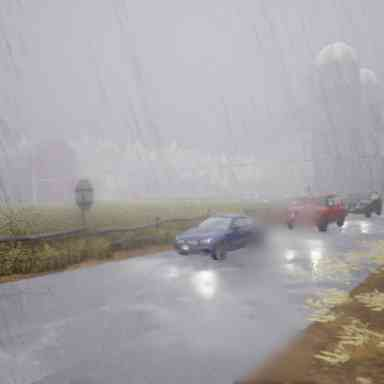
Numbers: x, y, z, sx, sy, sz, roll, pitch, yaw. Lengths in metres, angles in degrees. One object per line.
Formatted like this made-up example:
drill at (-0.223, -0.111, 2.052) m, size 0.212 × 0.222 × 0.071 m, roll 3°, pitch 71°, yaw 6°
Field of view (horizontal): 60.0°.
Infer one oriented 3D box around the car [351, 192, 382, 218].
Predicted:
car at (14.688, 1.029, 28.767) m, size 2.150 × 2.045 × 5.566 m, roll -1°, pitch 0°, yaw 42°

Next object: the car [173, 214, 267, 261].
car at (1.287, 1.608, 13.021) m, size 1.812 × 1.442 × 4.674 m, roll -1°, pitch 0°, yaw 40°

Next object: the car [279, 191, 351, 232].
car at (7.779, 1.192, 20.676) m, size 2.150 × 2.045 × 5.566 m, roll -1°, pitch 0°, yaw 40°

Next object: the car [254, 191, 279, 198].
car at (19.247, 0.832, 86.357) m, size 4.611 × 1.667 × 2.242 m, roll -1°, pitch 0°, yaw 40°
